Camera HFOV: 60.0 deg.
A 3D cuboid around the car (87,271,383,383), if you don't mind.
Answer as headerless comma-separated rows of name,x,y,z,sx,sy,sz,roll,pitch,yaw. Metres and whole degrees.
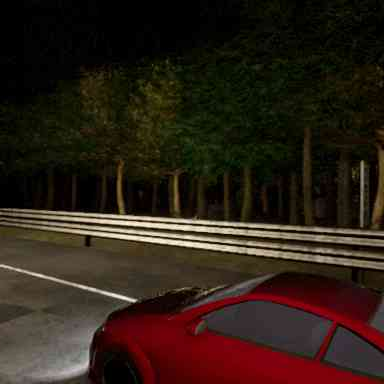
car,0.866,1.564,3.373,4.181,1.385,1.994,0,0,36
